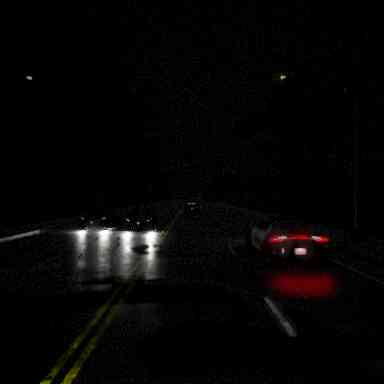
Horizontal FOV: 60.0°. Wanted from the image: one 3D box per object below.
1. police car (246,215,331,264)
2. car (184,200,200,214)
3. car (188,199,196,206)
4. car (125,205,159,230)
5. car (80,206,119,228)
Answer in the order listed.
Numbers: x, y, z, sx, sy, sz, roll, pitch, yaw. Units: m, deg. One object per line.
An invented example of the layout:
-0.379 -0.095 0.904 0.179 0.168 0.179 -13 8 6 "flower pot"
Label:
3.249 1.616 12.343 2.038 1.542 4.974 0 -1 0 "police car"
-0.008 2.008 41.774 1.994 1.385 4.181 0 -1 0 "car"
-0.010 2.386 73.491 1.837 1.490 4.892 0 -1 0 "car"
-3.342 1.726 23.087 1.837 1.490 4.892 0 -1 0 "car"
-6.591 1.759 24.192 1.812 1.442 4.674 0 -1 0 "car"
